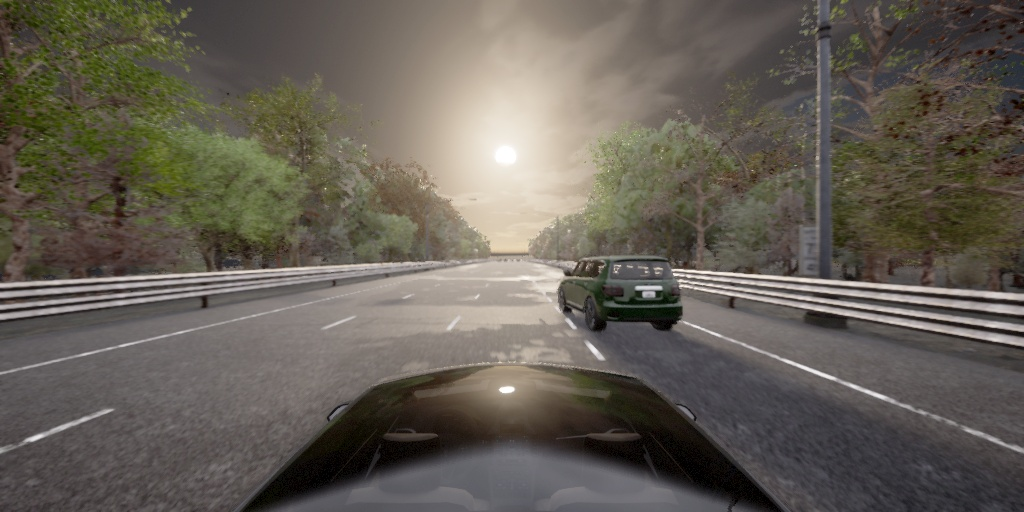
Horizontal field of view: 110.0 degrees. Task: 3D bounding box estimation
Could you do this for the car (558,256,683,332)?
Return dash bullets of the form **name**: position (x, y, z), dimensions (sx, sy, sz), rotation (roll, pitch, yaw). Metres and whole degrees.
- **car**: position (2.996, 1.020, 11.144), dimensions (2.150, 2.045, 5.566), rotation (0, 0, -5)
